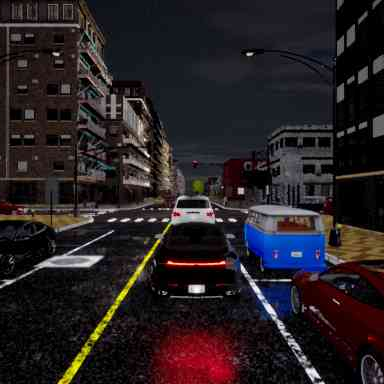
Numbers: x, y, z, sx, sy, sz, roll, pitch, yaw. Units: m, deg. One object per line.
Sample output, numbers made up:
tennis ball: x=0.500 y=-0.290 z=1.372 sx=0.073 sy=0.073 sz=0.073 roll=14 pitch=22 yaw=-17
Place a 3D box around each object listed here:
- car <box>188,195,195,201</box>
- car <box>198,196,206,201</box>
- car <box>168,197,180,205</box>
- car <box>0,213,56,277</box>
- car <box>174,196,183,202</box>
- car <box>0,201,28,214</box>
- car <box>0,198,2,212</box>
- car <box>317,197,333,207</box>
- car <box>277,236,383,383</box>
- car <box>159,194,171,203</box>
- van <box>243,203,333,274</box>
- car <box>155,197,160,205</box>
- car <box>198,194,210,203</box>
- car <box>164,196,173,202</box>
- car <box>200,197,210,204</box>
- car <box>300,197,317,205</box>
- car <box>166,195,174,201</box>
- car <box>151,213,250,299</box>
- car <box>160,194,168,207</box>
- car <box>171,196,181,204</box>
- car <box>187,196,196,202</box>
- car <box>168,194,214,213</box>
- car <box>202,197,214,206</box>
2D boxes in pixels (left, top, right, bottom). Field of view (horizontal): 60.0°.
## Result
car: x=-0.184 y=1.640 z=91.839 sx=2.033 sy=1.411 sz=5.357 roll=0 pitch=0 yaw=0
car: x=2.516 y=1.643 z=88.268 sx=2.008 sy=1.369 sz=4.403 roll=0 pitch=0 yaw=0
car: x=-3.194 y=1.643 z=59.045 sx=1.895 sy=1.301 sz=4.718 roll=0 pitch=0 yaw=0
car: x=-5.708 y=1.567 z=10.255 sx=1.947 sy=1.339 sz=4.313 roll=0 pitch=0 yaw=0
car: x=-3.157 y=1.624 z=78.117 sx=1.994 sy=1.385 sz=4.181 roll=0 pitch=0 yaw=0
car: x=-17.528 y=1.535 z=31.018 sx=4.206 sy=1.307 sz=1.802 roll=0 pitch=0 yaw=0
car: x=-24.006 y=1.447 z=36.778 sx=5.008 sy=1.535 sz=1.882 roll=0 pitch=0 yaw=0
car: x=14.860 y=1.359 z=31.163 sx=5.009 sy=1.841 sz=2.192 roll=0 pitch=0 yaw=0
car: x=2.651 y=1.582 z=4.557 sx=1.802 sy=1.307 sz=4.206 roll=0 pitch=0 yaw=0
car: x=-5.831 y=1.375 z=71.634 sx=2.192 sy=1.841 sz=5.009 roll=0 pitch=0 yaw=0
van: x=2.640 y=1.343 z=10.247 sx=1.690 sy=1.788 sz=3.998 roll=0 pitch=0 yaw=0
car: x=-5.809 y=1.569 z=60.385 sx=1.752 sy=1.417 sz=4.829 roll=0 pitch=0 yaw=0
car: x=2.550 y=1.376 z=71.651 sx=2.192 sy=1.841 sz=5.009 roll=0 pitch=0 yaw=0
car: x=-5.854 y=1.631 z=82.712 sx=2.008 sy=1.369 sz=4.403 roll=0 pitch=0 yaw=0
car: x=2.560 y=1.634 z=66.112 sx=1.802 sy=1.307 sz=4.206 roll=0 pitch=0 yaw=0
car: x=13.367 y=1.559 z=36.942 sx=4.902 sy=1.511 sz=2.128 roll=0 pitch=0 yaw=0
car: x=-5.864 y=1.617 z=88.081 sx=1.752 sy=1.417 sz=4.829 roll=0 pitch=0 yaw=0
car: x=0.081 y=1.506 z=8.429 sx=1.837 sy=1.490 sz=4.892 roll=0 pitch=0 yaw=0
car: x=-3.200 y=1.382 z=50.102 sx=2.097 sy=1.767 sz=4.553 roll=0 pitch=0 yaw=0
car: x=-3.151 y=1.580 z=68.101 sx=1.812 sy=1.442 sz=4.674 roll=0 pitch=0 yaw=0
car: x=-0.163 y=1.618 z=81.524 sx=2.033 sy=1.411 sz=5.357 roll=0 pitch=0 yaw=0
car: x=0.052 y=1.225 z=18.429 sx=2.150 sy=2.045 sz=5.566 roll=0 pitch=0 yaw=0
car: x=2.582 y=1.562 z=55.203 sx=1.752 sy=1.417 sz=4.829 roll=0 pitch=0 yaw=0
